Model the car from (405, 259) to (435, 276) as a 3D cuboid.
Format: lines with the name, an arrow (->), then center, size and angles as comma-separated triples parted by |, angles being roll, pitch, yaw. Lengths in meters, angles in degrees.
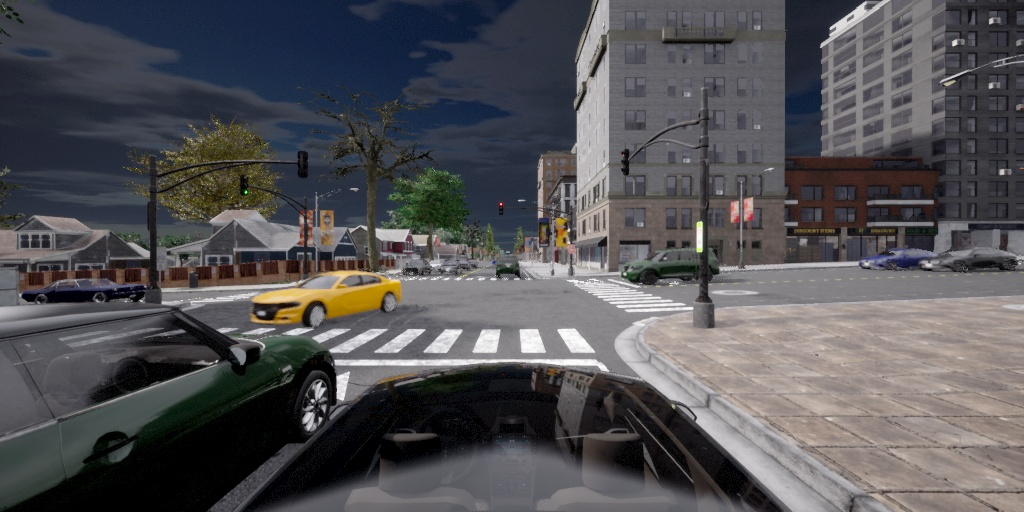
car -> -9.868, 1.120, 37.471 | 2.097, 1.767, 4.553 | 0, 0, 0

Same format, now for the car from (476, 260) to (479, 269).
car -> -6.625, 1.321, 59.612 | 1.837, 1.490, 4.892 | 0, 0, 0

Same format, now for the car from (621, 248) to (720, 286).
car -> 9.440, 0.623, 21.513 | 5.566, 2.045, 2.150 | -2, 0, -5

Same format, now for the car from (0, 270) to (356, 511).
car -> -3.151, 1.102, 2.482 | 2.097, 1.767, 4.553 | 0, 0, 0

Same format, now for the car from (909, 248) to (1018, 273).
car -> 27.615, 0.234, 21.762 | 4.674, 1.442, 1.812 | -2, 0, 0

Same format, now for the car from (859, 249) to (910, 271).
car -> 27.066, 0.244, 25.018 | 4.674, 1.442, 1.812 | -2, 0, 0

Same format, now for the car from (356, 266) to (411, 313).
car -> -5.748, 1.257, 11.795 | 1.882, 1.535, 5.008 | -1, -1, 20

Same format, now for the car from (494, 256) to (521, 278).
car -> -0.332, 0.989, 34.260 | 2.150, 2.045, 5.566 | -1, 0, -1

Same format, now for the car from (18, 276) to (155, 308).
car -> -21.627, 1.806, 18.370 | 4.718, 1.301, 1.895 | -2, 0, 0

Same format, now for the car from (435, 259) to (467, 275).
car -> -6.618, 1.262, 39.548 | 2.128, 1.511, 4.902 | 0, 0, 0

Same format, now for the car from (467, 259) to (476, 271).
car -> -6.629, 1.335, 49.266 | 2.033, 1.411, 5.357 | 0, 0, 0
